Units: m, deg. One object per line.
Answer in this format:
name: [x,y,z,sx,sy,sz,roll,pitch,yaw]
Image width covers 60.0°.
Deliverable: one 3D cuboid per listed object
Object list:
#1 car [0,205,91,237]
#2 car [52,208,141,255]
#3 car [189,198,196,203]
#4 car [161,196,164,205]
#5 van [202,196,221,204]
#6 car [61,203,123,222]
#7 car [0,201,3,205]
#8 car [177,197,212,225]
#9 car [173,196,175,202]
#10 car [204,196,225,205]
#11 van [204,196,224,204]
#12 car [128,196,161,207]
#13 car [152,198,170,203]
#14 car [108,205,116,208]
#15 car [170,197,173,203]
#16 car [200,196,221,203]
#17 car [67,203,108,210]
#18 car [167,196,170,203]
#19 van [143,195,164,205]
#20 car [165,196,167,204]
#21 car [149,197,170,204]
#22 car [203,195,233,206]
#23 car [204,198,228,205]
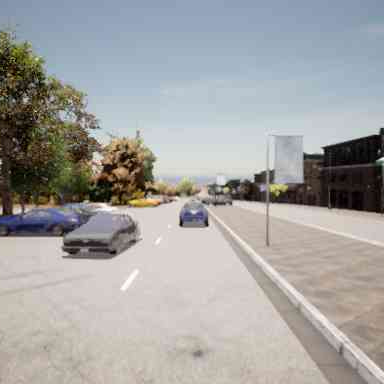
car: [-8.307,1.621,18.198,4.674,1.452,2.002,0,0,0]
car: [-3.492,1.624,13.946,2.033,1.411,5.357,0,0,3]
car: [0.080,2.369,95.532,2.033,1.411,5.357,0,-1,0]
car: [-8.256,1.849,61.949,5.008,1.535,2.097,0,-1,0]
van: [4.719,1.894,81.551,4.442,1.987,1.878,0,-1,0]
car: [-8.294,1.675,27.896,4.674,1.452,2.002,0,0,0]
car: [-26.519,1.410,41.252,5.357,1.411,2.033,1,2,0]
car: [0.135,1.493,25.289,2.097,1.767,4.553,0,0,0]
car: [-8.224,2.037,92.582,5.566,2.045,2.435,0,-1,0]
car: [4.869,1.867,73.140,4.553,1.767,2.185,0,-1,0]
van: [4.953,1.809,75.945,4.442,1.987,1.878,0,-1,0]
car: [-8.252,1.798,56.381,5.008,1.535,2.097,0,0,0]
car: [-8.279,2.274,89.795,4.792,1.488,2.163,0,-1,0]
car: [-8.307,1.617,24.747,5.008,1.535,2.097,0,0,0]
car: [-8.059,2.115,81.440,5.366,1.575,1.946,0,-1,0]
car: [4.803,1.953,87.158,5.566,2.045,2.435,0,-1,0]
car: [-8.300,1.600,21.474,4.892,1.521,2.231,0,0,0]
car: [-8.241,2.115,78.655,4.674,1.452,2.002,0,-1,0]
van: [-8.359,1.765,73.087,4.442,1.987,1.878,0,-1,0]
car: [-8.213,1.826,70.305,4.553,1.767,2.185,0,-1,0]
car: [-8.241,2.160,84.226,5.008,1.535,2.097,0,-1,0]
car: [4.832,1.824,59.128,4.892,1.521,2.231,0,-1,0]
car: [4.828,1.916,67.532,4.892,1.521,2.231,0,-1,0]
